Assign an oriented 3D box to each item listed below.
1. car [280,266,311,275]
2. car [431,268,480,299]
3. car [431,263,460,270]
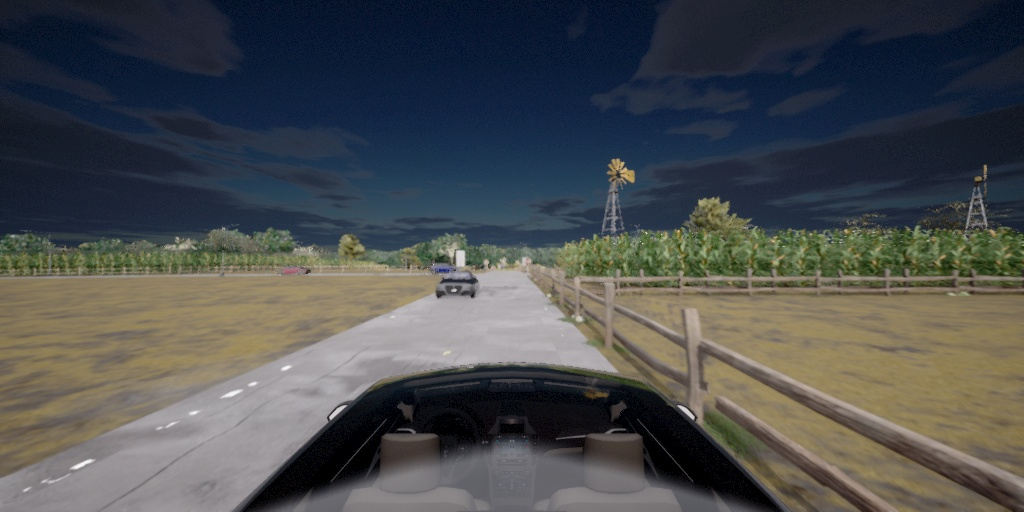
[{"bbox_3d":[-33.102,2.184,54.858,4.181,1.385,1.994,0,0,0],"label":"car"},{"bbox_3d":[-2.852,1.514,19.529,1.994,1.385,4.181,0,-1,0],"label":"car"},{"bbox_3d":[-10.034,1.872,54.864,4.553,1.767,2.097,0,-1,0],"label":"car"}]
